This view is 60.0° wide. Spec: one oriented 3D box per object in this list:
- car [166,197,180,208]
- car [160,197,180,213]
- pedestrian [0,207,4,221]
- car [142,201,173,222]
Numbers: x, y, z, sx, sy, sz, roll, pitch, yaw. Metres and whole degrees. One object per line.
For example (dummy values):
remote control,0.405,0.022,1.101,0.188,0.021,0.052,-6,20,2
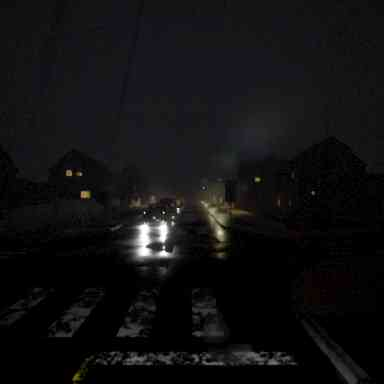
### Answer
car,-2.795,1.598,50.715,1.882,1.535,5.008,0,0,0
car,-2.822,1.420,37.074,2.097,1.767,4.553,0,0,0
pedestrian,-9.802,1.372,16.625,0.375,1.860,0.375,0,-3,-1
car,-2.829,1.640,27.051,1.895,1.301,4.718,0,0,0
